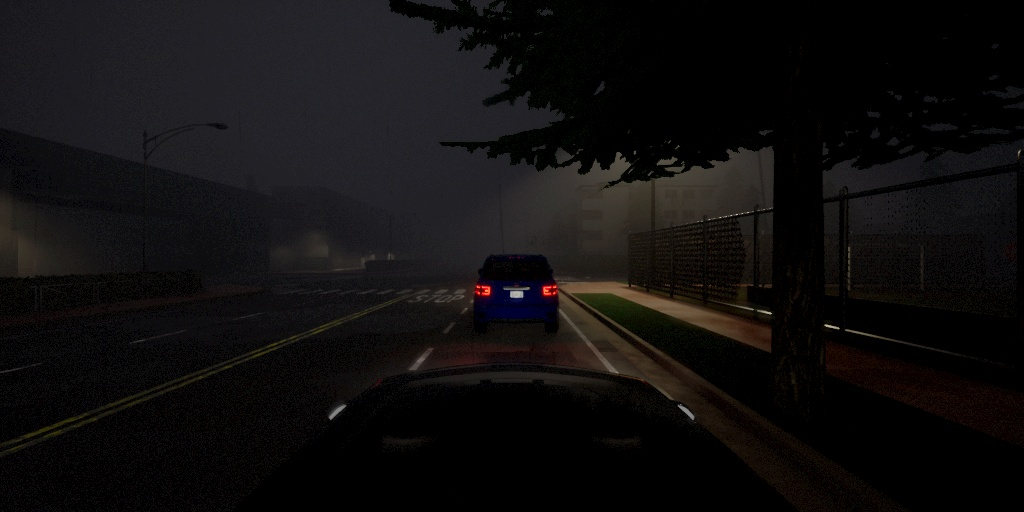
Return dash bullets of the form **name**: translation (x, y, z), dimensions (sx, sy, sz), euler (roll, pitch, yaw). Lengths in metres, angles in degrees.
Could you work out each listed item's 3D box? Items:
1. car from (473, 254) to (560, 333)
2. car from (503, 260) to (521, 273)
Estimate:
- **car**: translation (0.111, 0.972, 10.889), dimensions (2.150, 2.045, 5.566), euler (0, 0, 0)
- **car**: translation (0.005, 1.241, 45.742), dimensions (2.128, 1.511, 4.902), euler (0, 0, 0)
